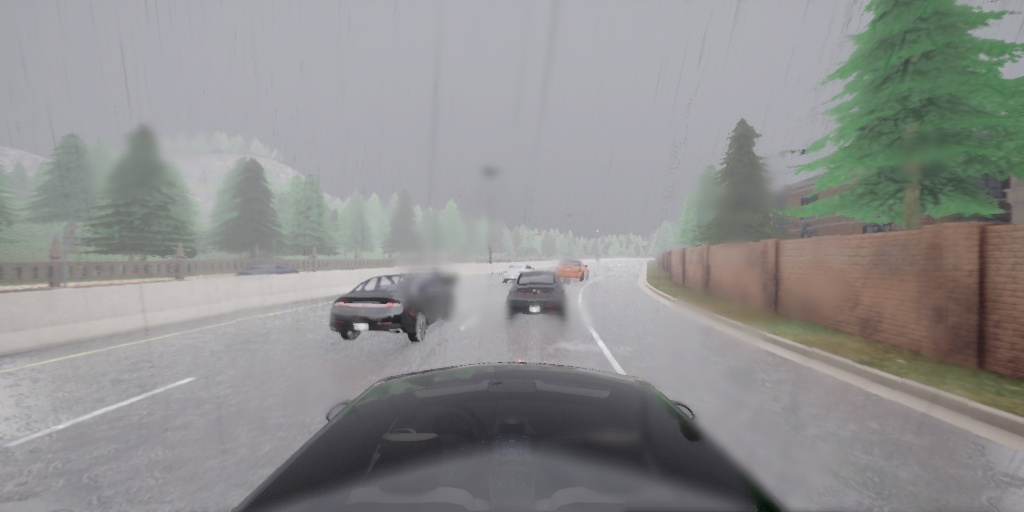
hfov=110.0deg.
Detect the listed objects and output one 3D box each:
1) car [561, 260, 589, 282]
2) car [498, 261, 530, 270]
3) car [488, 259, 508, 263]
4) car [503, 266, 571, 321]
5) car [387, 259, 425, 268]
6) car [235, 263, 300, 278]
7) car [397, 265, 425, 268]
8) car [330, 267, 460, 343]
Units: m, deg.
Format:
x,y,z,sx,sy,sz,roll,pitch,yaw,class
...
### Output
x,y,z,sx,sy,sz,roll,pitch,yaw,class
5.154,1.146,29.943,2.097,1.767,4.553,0,0,18,car
0.660,1.297,27.500,1.812,1.442,4.674,0,0,16,car
-1.303,1.287,53.416,1.837,1.490,4.892,0,-1,21,car
0.976,1.267,12.549,1.837,1.490,4.892,0,0,7,car
-10.990,1.074,37.477,2.097,1.767,4.553,0,0,20,car
-17.889,1.245,26.499,1.994,1.385,4.181,0,0,14,car
-4.652,1.342,21.009,1.895,1.301,4.718,0,0,12,car
-2.861,1.233,9.717,2.128,1.511,4.902,0,0,5,car
